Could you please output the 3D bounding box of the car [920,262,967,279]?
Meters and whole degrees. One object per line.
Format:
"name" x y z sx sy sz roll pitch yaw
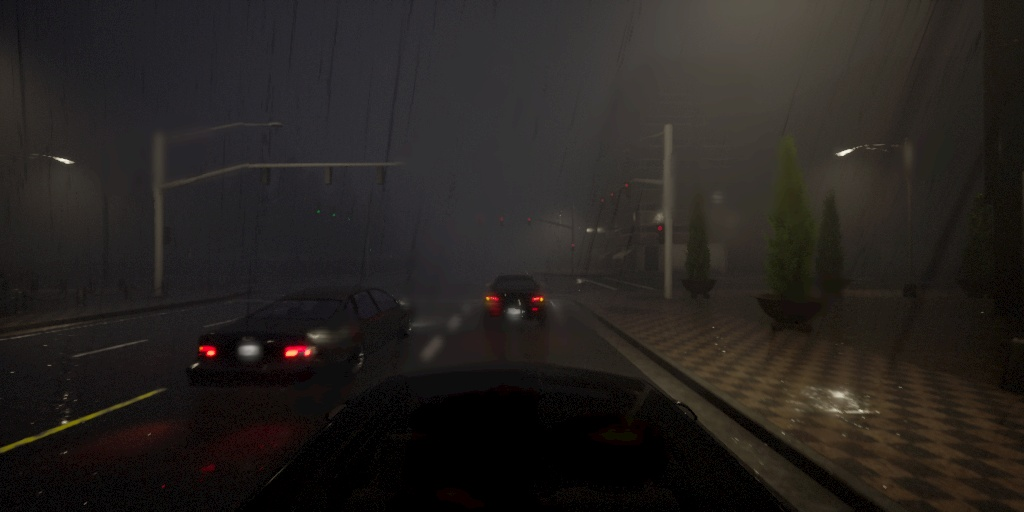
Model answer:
"car" 42.391 1.500 34.418 4.718 1.301 1.895 0 0 0

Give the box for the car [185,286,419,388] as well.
"car" -3.422 1.311 7.227 2.033 1.411 5.357 0 0 0

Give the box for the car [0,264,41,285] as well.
"car" -38.718 1.341 27.000 5.008 1.535 1.882 0 0 0

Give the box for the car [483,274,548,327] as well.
"car" 0.106 1.302 11.566 1.812 1.442 4.674 0 0 0
